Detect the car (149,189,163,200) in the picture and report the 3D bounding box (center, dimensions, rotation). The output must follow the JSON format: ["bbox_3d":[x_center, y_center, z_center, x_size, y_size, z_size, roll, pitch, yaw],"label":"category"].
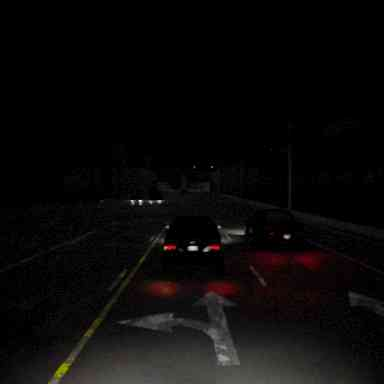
[{"bbox_3d":[-7.008,0.495,65.293,2.150,2.045,5.566,0,1,0],"label":"car"}]

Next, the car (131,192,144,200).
[{"bbox_3d":[-10.510,0.811,64.696,1.812,1.442,4.674,0,1,0],"label":"car"}]

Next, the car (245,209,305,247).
[{"bbox_3d":[3.572,1.484,14.801,1.812,1.442,4.674,0,0,0],"label":"car"}]

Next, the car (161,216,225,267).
[{"bbox_3d":[0.046,1.518,11.269,2.033,1.411,5.357,0,0,1],"label":"car"}]
